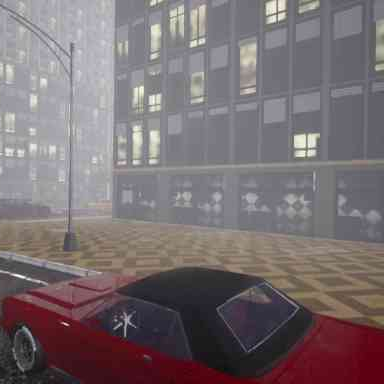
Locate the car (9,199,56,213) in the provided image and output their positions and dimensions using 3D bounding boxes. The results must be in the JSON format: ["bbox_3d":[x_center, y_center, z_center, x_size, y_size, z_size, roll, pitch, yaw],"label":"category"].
[{"bbox_3d":[-19.138,1.642,40.119,1.752,1.417,4.829,1,0,37],"label":"car"}]

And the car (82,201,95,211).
[{"bbox_3d":[-12.350,1.705,44.891,1.882,1.535,5.008,1,0,37],"label":"car"}]

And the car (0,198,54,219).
[{"bbox_3d":[-15.671,1.519,30.733,2.192,1.841,5.009,1,0,37],"label":"car"}]

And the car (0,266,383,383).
[{"bbox_3d":[-0.285,1.600,3.895,4.718,1.301,1.895,0,0,36],"label":"car"}]

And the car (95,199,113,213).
[{"bbox_3d":[-8.844,1.829,39.922,1.752,1.417,4.829,1,0,37],"label":"car"}]
